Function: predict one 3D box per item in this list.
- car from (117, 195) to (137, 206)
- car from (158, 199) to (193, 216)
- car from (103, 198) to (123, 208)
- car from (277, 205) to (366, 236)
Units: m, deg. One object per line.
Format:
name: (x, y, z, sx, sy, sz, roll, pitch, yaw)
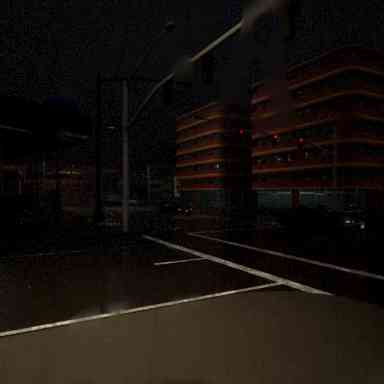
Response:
car: (-10.813, 1.601, 55.084, 1.895, 1.301, 4.718, 0, 0, -31)
car: (-1.711, 1.504, 32.353, 1.837, 1.490, 4.892, 0, 0, -31)
car: (-11.648, 1.601, 49.239, 1.895, 1.301, 4.718, 0, 0, -30)
car: (7.129, 1.492, 18.756, 2.128, 1.511, 4.902, 0, 0, -37)
